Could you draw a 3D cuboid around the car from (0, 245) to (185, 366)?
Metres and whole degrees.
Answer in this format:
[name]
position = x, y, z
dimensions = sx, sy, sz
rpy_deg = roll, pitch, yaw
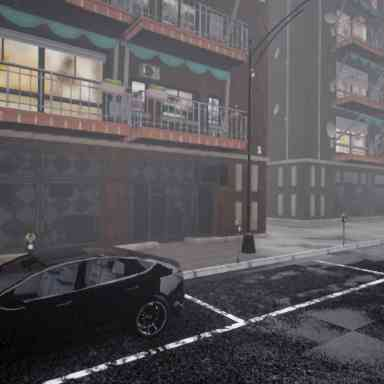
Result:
[car]
position = -2.117, 1.566, 5.029
dimensions = 4.313, 1.339, 1.947
rpy_deg = 0, 1, -35
